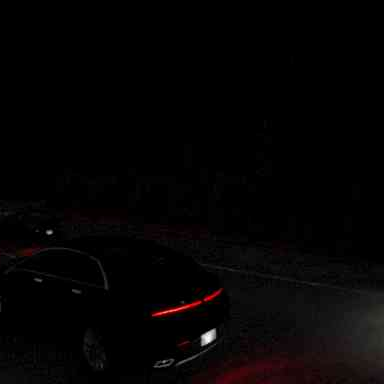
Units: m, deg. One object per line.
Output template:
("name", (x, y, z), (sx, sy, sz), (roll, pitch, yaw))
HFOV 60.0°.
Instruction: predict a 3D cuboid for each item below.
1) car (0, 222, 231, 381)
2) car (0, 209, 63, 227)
("car", (-1.685, 1.513, 5.562), (4.892, 1.490, 1.837), (0, 0, 39))
("car", (-7.665, 1.533, 15.867), (1.812, 1.442, 4.674), (0, 0, -43))
